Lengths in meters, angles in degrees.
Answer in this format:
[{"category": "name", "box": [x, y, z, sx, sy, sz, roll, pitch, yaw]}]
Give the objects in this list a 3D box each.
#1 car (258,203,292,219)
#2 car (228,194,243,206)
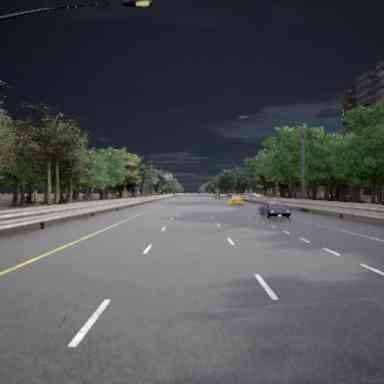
[{"category": "car", "box": [7.036, 1.606, 28.809, 1.895, 1.301, 4.718, 0, 0, 0]}, {"category": "car", "box": [7.112, 1.502, 54.273, 1.882, 1.535, 5.008, 0, 0, 0]}]
